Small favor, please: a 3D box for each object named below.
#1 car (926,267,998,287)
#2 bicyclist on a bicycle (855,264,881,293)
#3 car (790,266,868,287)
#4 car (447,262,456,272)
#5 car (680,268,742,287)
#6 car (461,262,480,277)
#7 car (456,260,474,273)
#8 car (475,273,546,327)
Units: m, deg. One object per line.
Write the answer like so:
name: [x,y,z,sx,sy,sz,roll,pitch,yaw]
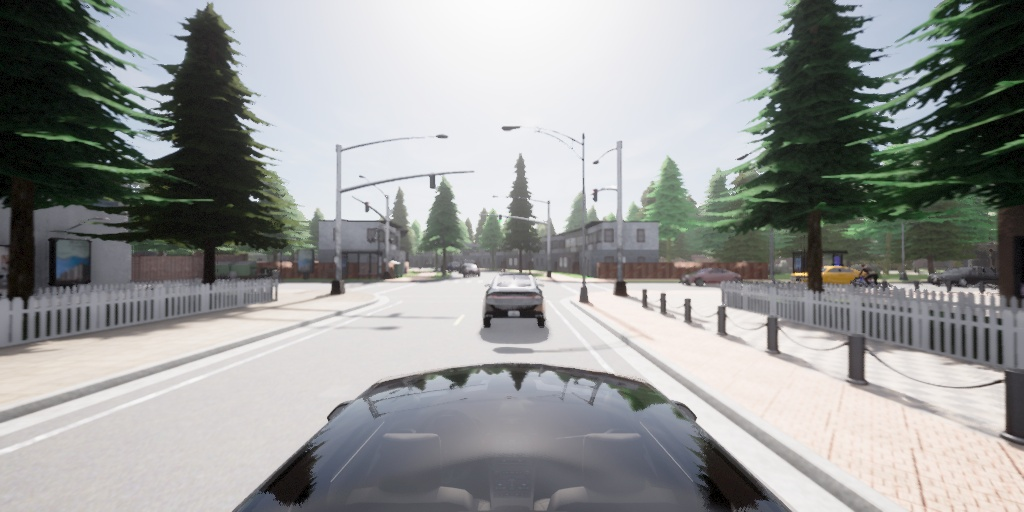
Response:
car: [34.572,1.553,27.163,4.892,1.490,1.837,0,-1,2]
bicyclist on a bicycle: [19.905,1.263,20.136,0.582,1.620,1.656,0,-1,2]
car: [24.201,1.531,27.493,5.008,1.535,1.882,0,-1,2]
car: [-9.867,1.819,62.324,2.097,1.767,4.553,0,-1,-24]
car: [15.321,1.620,27.754,4.181,1.385,1.994,0,-1,2]
car: [-4.903,1.798,43.586,1.994,1.385,4.181,0,-1,-7]
car: [-6.499,1.569,52.755,2.150,2.045,5.566,0,-1,-15]
car: [0.079,1.369,12.089,2.128,1.511,4.902,0,-1,1]
